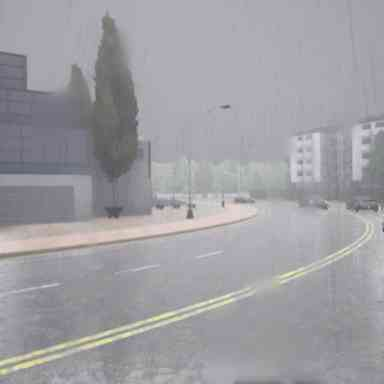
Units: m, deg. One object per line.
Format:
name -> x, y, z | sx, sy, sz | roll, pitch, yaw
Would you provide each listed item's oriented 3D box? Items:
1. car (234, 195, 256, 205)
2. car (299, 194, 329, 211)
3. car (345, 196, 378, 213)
car -> 8.094, 1.154, 51.360 | 1.812, 1.442, 4.674 | -1, 0, -18
car -> 13.089, 1.023, 35.841 | 2.097, 1.767, 4.553 | -1, 0, 4
car -> 16.329, 1.151, 32.273 | 2.128, 1.511, 4.902 | 0, 0, 10
